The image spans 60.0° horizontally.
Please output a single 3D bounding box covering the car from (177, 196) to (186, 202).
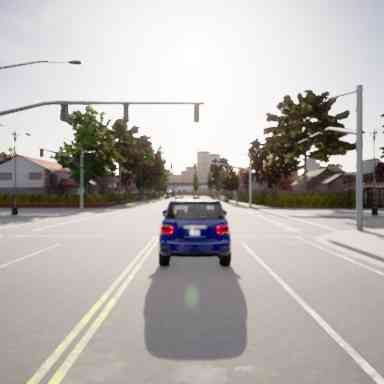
[{"bbox_3d":[-2.478,1.728,80.065,2.033,1.411,5.357,0,0,0],"label":"car"}]

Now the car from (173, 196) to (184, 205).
[{"bbox_3d":[-2.637,1.629,64.405,1.882,1.535,5.008,0,0,1],"label":"car"}]

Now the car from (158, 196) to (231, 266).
[{"bbox_3d":[0.089,1.244,11.736,2.150,2.045,5.566,0,-1,0],"label":"car"}]

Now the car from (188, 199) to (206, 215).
[{"bbox_3d":[0.608,1.563,36.448,1.882,1.535,5.008,0,0,2],"label":"car"}]
